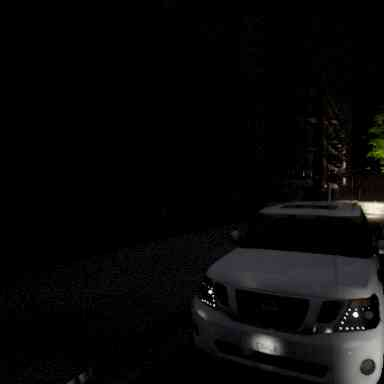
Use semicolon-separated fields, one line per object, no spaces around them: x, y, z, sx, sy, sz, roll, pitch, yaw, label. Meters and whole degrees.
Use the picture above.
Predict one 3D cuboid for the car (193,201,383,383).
2.082;1.223;5.841;2.150;2.045;5.566;0;0;29;car
